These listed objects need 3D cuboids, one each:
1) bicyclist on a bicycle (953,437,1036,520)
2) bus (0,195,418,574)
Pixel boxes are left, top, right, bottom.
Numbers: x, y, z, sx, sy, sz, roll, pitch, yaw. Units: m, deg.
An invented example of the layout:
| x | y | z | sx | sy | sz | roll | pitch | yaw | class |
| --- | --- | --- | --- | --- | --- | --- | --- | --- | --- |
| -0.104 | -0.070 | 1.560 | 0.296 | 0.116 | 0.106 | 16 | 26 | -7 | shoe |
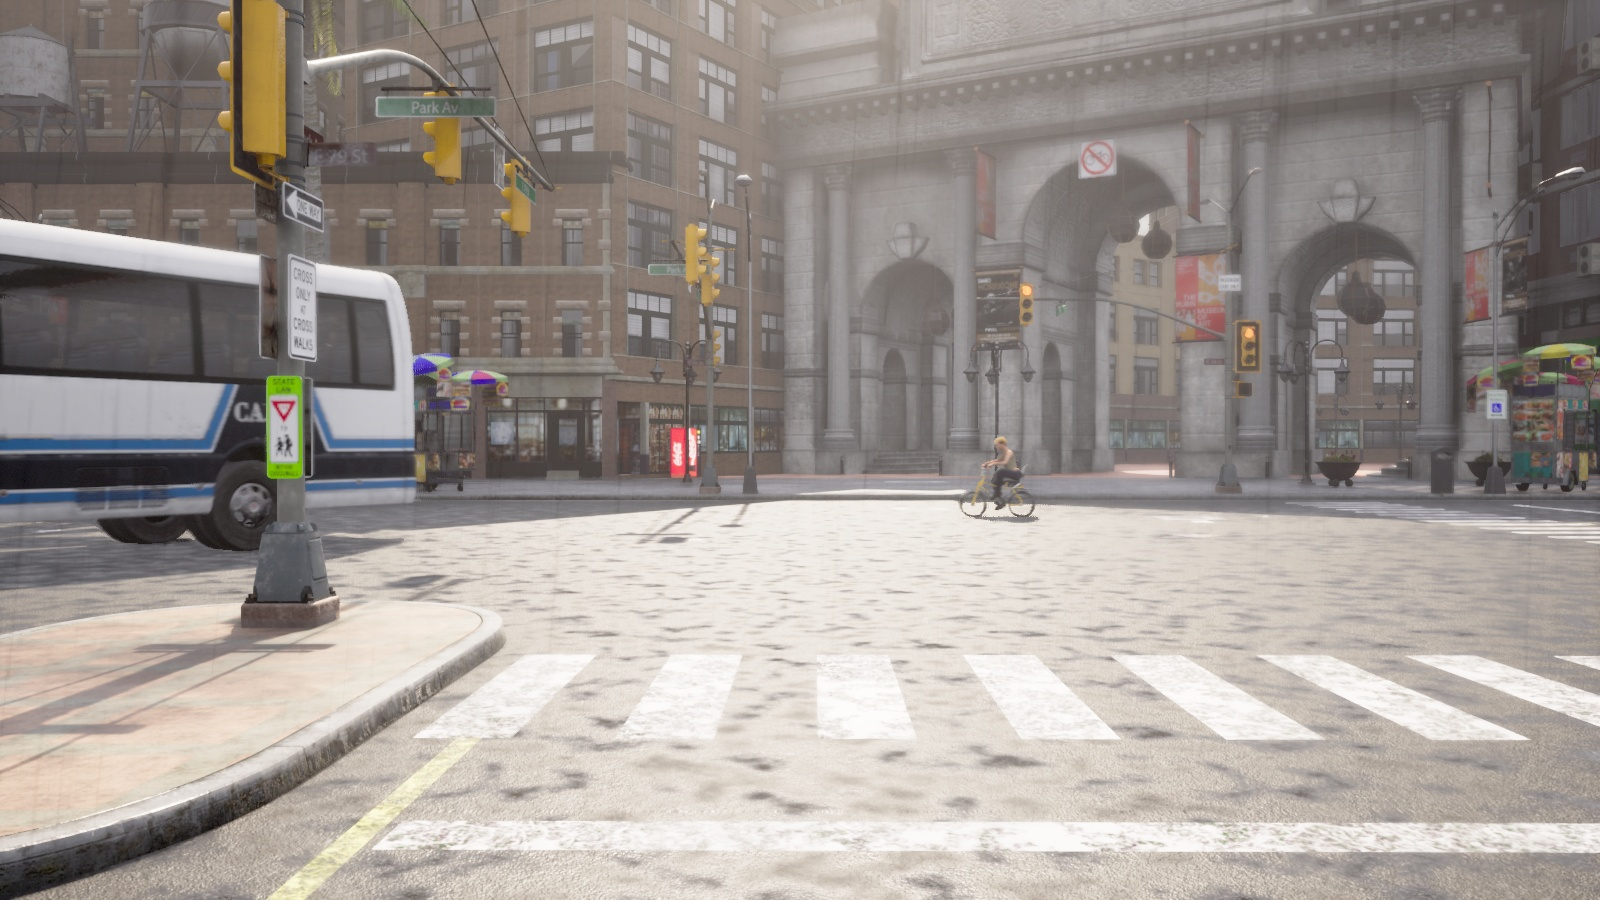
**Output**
| x | y | z | sx | sy | sz | roll | pitch | yaw | class |
| --- | --- | --- | --- | --- | --- | --- | --- | --- | --- |
| 3.840 | 0.546 | 24.866 | 1.509 | 1.612 | 0.866 | 0 | 0 | 0 | bicyclist on a bicycle |
| -10.207 | -0.727 | 15.822 | 3.944 | 4.253 | 10.273 | 0 | 0 | 31 | bus |
